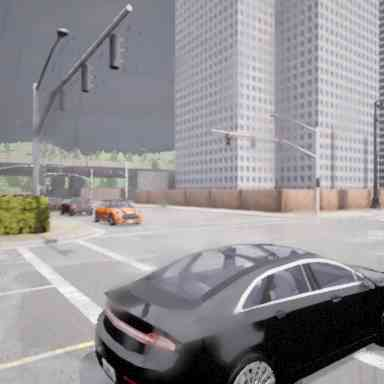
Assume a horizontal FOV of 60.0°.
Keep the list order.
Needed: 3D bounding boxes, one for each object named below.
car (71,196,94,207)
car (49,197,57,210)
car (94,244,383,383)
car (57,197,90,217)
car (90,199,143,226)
[{"bbox_3d":[-17.750,1.502,53.901,2.128,1.511,4.902,0,0,-37],"label":"car"},{"bbox_3d":[-16.912,1.359,40.361,2.097,1.767,4.553,0,0,-35],"label":"car"},{"bbox_3d":[1.171,1.494,4.629,4.902,1.511,2.128,0,0,-36],"label":"car"},{"bbox_3d":[-11.084,1.358,32.010,2.097,1.767,4.553,0,0,-35],"label":"car"},{"bbox_3d":[-5.297,1.357,23.751,2.097,1.767,4.553,0,0,-35],"label":"car"}]
